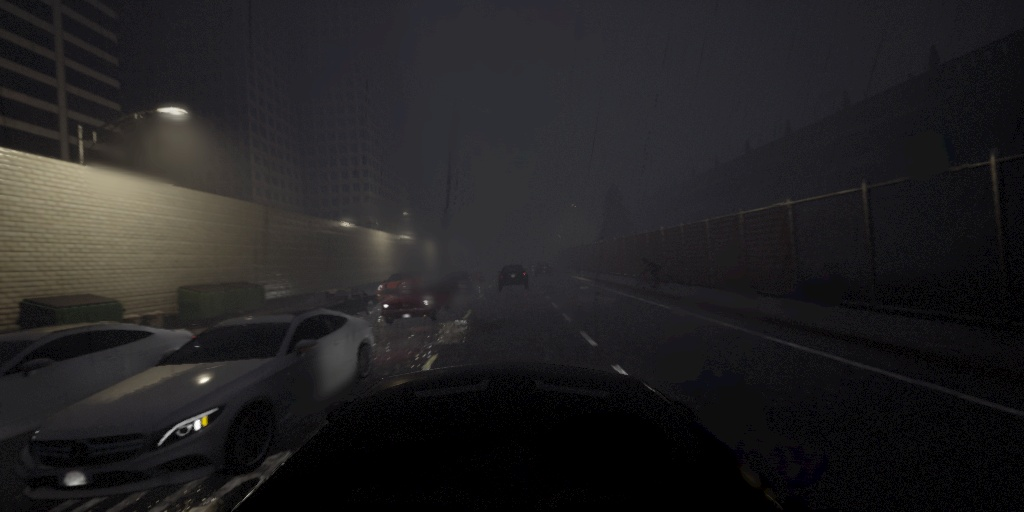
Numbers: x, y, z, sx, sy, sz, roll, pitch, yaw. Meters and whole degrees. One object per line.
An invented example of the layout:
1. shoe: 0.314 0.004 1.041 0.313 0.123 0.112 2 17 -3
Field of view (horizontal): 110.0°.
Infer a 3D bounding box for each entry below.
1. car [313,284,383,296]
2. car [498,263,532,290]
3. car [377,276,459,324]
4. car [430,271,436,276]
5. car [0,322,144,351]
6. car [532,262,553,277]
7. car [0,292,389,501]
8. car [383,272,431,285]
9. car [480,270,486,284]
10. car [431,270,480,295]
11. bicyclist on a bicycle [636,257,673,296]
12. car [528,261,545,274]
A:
1. car: -7.078 1.999 14.333 1.895 1.301 4.718 -4 -1 0
2. car: 0.066 1.381 26.161 2.097 1.767 4.553 -4 -1 0
3. car: -3.586 1.751 14.358 1.895 1.301 4.718 -4 -1 0
4. car: -7.100 2.146 33.040 1.812 1.442 4.674 -4 -1 0
5. car: -7.070 1.817 5.232 1.812 1.442 4.674 -4 -1 0
6. car: 3.443 1.440 39.745 2.128 1.511 4.902 -4 -1 0
7. car: -3.575 1.568 5.251 1.812 1.442 4.674 -4 -1 0
8. car: -7.111 1.858 23.362 2.097 1.767 4.553 -4 -1 0
9. car: -3.601 1.990 34.521 1.895 1.301 4.718 -4 -1 0
10. car: -3.606 1.813 24.008 2.033 1.411 5.357 -4 -1 0
11. bicyclist on a bicycle: 6.098 0.831 15.616 1.656 1.620 0.582 -13 -1 0
12. car: 3.435 1.575 51.061 2.128 1.511 4.902 -4 -1 0
